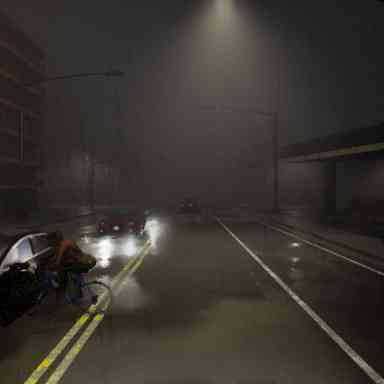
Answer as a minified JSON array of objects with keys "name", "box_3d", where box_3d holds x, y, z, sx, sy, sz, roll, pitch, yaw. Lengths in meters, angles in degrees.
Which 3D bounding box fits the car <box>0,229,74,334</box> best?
[{"name":"car","box_3d":[-3.645,1.489,5.927,2.128,1.511,4.902,0,0,-1]}]

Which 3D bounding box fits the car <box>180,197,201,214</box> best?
[{"name":"car","box_3d":[-0.132,1.352,35.091,2.097,1.767,4.553,0,0,0]}]

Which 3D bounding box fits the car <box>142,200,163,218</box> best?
[{"name":"car","box_3d":[-3.729,1.492,30.214,2.128,1.511,4.902,0,0,0]}]

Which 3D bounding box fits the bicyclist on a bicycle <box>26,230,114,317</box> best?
[{"name":"bicyclist on a bicycle","box_3d":[-2.225,1.472,5.888,1.656,1.620,0.582,1,10,-8]}]

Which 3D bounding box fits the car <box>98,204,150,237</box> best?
[{"name":"car","box_3d":[-3.664,1.564,18.040,1.994,1.385,4.181,0,0,0]}]

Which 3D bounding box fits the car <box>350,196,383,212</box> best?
[{"name":"car","box_3d":[20.051,1.295,36.677,4.611,1.667,2.242,0,0,1]}]
